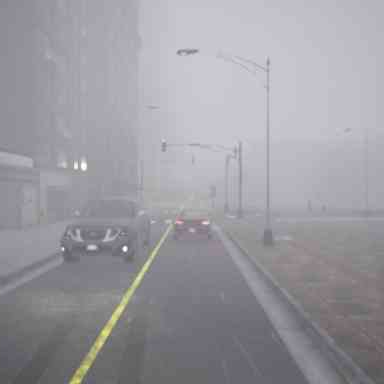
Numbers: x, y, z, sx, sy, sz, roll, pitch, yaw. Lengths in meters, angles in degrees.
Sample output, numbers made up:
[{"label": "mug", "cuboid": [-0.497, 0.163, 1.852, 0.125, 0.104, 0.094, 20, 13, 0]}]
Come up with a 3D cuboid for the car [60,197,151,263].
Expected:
[{"label": "car", "cuboid": [-2.836, 1.214, 12.232, 2.150, 2.045, 5.566, 0, 0, 0]}]

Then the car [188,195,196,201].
[{"label": "car", "cuboid": [-0.033, 1.530, 84.981, 1.812, 1.442, 4.674, 0, 0, 0]}]

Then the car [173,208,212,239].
[{"label": "car", "cuboid": [0.048, 1.517, 17.004, 1.812, 1.442, 4.674, 0, 0, 1]}]
